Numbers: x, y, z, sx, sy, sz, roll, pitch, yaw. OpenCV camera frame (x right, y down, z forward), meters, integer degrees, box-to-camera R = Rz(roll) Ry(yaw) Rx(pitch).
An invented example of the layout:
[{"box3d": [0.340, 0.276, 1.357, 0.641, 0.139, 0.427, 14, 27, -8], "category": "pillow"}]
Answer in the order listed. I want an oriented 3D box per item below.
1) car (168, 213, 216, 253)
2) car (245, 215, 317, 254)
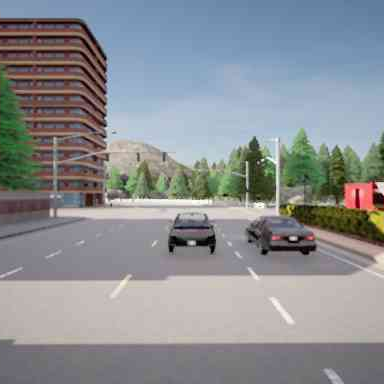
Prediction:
[{"box3d": [0.002, 1.628, 14.300, 2.128, 1.511, 4.902, 0, 0, 0], "category": "car"}, {"box3d": [3.500, 1.680, 13.992, 2.033, 1.411, 5.357, 0, -1, 0], "category": "car"}]
